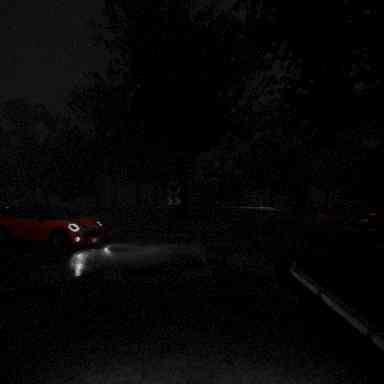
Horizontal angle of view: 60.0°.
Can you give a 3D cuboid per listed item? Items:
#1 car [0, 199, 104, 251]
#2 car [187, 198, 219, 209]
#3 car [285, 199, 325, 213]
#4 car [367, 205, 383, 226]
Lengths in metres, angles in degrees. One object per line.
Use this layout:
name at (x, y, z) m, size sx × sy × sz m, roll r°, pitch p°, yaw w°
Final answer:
car at (-6.008, 1.353, 14.115) m, size 4.553 × 1.767 × 2.097 m, roll 0°, pitch 0°, yaw 20°
car at (1.360, 1.527, 45.171) m, size 4.674 × 1.442 × 1.812 m, roll 0°, pitch 0°, yaw 10°
car at (12.529, 1.493, 37.300) m, size 2.128 × 1.511 × 4.902 m, roll 0°, pitch 0°, yaw -28°
car at (13.095, 1.564, 22.678) m, size 1.994 × 1.385 × 4.181 m, roll 0°, pitch 0°, yaw 27°
